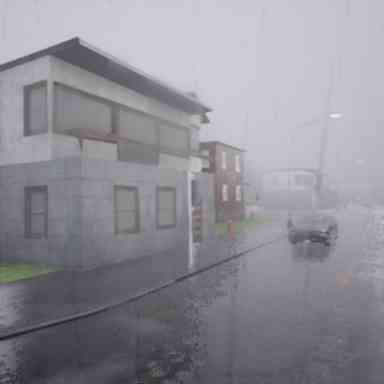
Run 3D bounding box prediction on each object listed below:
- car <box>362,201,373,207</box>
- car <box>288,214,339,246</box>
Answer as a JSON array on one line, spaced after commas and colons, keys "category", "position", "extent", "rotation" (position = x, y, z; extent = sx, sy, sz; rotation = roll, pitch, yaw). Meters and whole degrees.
[{"category": "car", "position": [40.227, 2.774, 76.310], "extent": [2.097, 1.767, 4.553], "rotation": [-2, -2, 30]}, {"category": "car", "position": [6.507, 1.878, 17.374], "extent": [2.033, 1.411, 5.357], "rotation": [-2, -2, 30]}]
